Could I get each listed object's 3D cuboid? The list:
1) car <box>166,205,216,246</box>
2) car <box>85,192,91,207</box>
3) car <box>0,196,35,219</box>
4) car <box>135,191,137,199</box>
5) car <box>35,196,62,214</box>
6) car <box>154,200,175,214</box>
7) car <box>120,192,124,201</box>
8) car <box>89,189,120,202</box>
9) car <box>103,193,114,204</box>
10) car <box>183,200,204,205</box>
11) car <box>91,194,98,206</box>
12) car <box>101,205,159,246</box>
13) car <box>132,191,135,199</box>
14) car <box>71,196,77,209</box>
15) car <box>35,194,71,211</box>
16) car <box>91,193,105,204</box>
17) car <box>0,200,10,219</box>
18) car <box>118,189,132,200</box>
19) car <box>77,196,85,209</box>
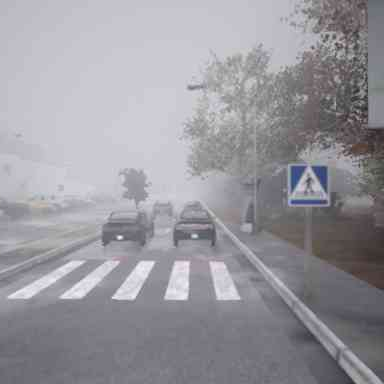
[{"bbox_3d":[0.115,1.574,15.804,2.128,1.511,4.902,0,0,0],"label":"car"},{"bbox_3d":[-16.816,1.335,46.246,4.553,1.767,2.185,-1,0,-20],"label":"car"},{"bbox_3d":[-16.786,1.292,28.253,5.566,2.045,2.435,-1,0,-20],"label":"car"},{"bbox_3d":[-16.765,1.008,82.258,4.553,1.767,2.185,-1,0,-20],"label":"car"},{"bbox_3d":[-16.629,1.529,34.306,5.366,1.575,1.946,-1,0,-20],"label":"car"},{"bbox_3d":[-2.871,1.595,33.809,2.128,1.511,4.902,0,0,0],"label":"car"},{"bbox_3d":[-16.583,1.261,64.329,5.366,1.575,1.946,-1,0,-20],"label":"car"},{"bbox_3d":[-16.740,1.047,61.275,5.566,2.045,2.435,-1,0,-20],"label":"car"},{"bbox_3d":[-16.740,1.359,58.275,4.792,1.488,2.163,-1,0,-20],"label":"car"},{"bbox_3d":[0.130,1.621,33.893,1.837,1.490,4.892,0,0,0],"label":"car"},{"bbox_3d":[-16.782,1.472,49.258,4.674,1.452,2.002,-1,0,-20],"label":"car"},{"bbox_3d":[-2.885,1.575,15.753,1.837,1.490,4.892,0,0,0],"label":"car"},{"bbox_3d":[-16.706,1.023,79.272,4.553,1.767,2.185,-1,1,-20],"label":"car"},{"bbox_3d":[-16.819,1.536,40.234,4.792,1.488,2.163,-1,1,-20],"label":"car"},{"bbox_3d":[-16.825,1.272,37.233,5.566,2.045,2.435,-1,0,-20],"label":"car"},{"bbox_3d":[-16.768,1.399,52.258,5.008,1.535,2.097,-1,1,-20],"label":"car"},{"bbox_3d":[-16.819,1.576,25.233,4.674,1.452,2.002,-1,0,-20],"label":"car"},{"bbox_3d":[-16.771,0.937,73.244,5.566,2.045,2.435,-1,1,-20],"label":"car"},{"bbox_3d":[-16.791,1.529,43.259,4.674,1.452,2.002,-1,0,-20],"label":"car"}]
